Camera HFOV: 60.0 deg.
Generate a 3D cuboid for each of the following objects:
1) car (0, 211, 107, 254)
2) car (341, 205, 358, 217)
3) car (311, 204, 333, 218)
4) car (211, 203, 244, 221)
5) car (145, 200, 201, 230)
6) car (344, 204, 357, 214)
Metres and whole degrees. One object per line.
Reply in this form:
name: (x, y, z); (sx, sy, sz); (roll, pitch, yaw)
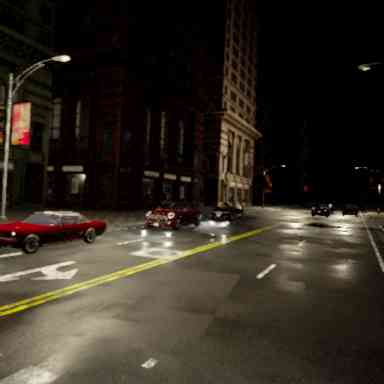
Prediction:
car: (-5.494, 1.426, 12.849); (1.895, 1.301, 4.718); (2, 0, 24)
car: (21.445, 2.611, 45.150); (1.812, 1.442, 4.674); (2, -1, 26)
car: (16.123, 2.416, 41.675); (1.994, 1.385, 4.181); (2, 0, 26)
car: (3.372, 1.770, 30.882); (2.128, 1.511, 4.902); (2, 0, 26)
car: (-1.111, 1.400, 21.752); (2.097, 1.767, 4.553); (2, 0, 26)
car: (26.420, 2.864, 55.291); (1.812, 1.442, 4.674); (2, 0, 26)
